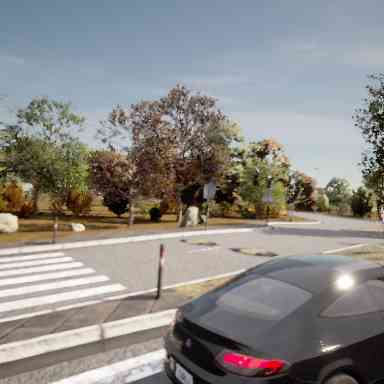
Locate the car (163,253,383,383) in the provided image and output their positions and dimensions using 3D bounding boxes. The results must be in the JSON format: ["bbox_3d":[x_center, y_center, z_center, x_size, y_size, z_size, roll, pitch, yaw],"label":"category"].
[{"bbox_3d":[1.903,1.544,4.265,4.674,1.442,1.812,0,0,-31],"label":"car"}]
